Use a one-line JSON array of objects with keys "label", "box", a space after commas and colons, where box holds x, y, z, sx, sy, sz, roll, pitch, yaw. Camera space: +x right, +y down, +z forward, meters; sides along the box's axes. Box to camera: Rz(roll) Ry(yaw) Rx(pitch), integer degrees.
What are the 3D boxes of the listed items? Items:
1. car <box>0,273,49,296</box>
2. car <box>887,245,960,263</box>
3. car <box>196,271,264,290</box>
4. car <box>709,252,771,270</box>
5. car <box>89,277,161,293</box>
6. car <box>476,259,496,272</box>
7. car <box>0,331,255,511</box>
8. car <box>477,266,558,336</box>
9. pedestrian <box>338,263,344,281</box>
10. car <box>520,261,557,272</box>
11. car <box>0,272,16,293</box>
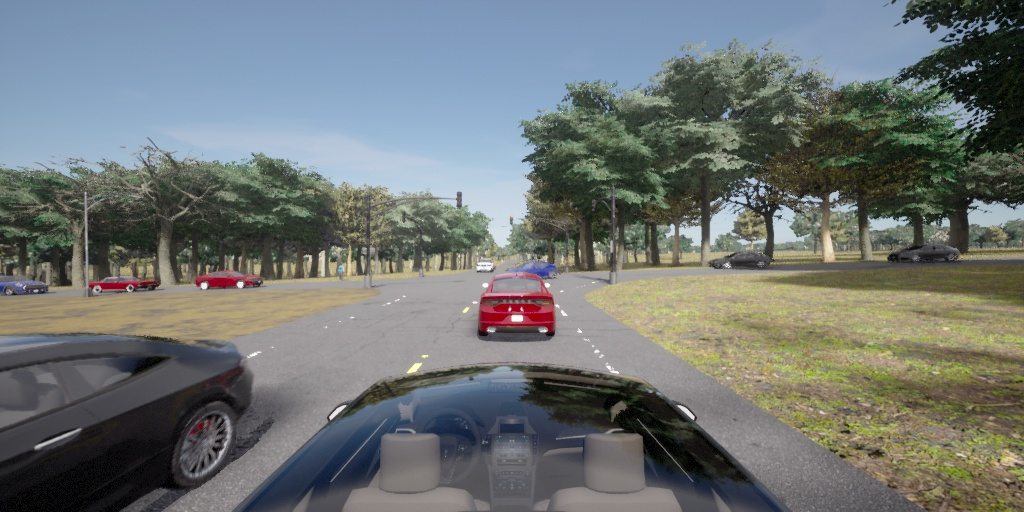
[{"label": "car", "box": [-43.333, 2.500, 31.085, 4.553, 1.767, 2.097, -2, -1, 3]}, {"label": "car", "box": [35.880, -0.203, 31.347, 4.892, 1.490, 1.837, -2, -1, 2]}, {"label": "car", "box": [-23.694, 1.973, 30.176, 5.008, 1.535, 1.882, -2, -1, 2]}, {"label": "car", "box": [20.259, 0.408, 32.004, 4.892, 1.490, 1.837, -2, -1, 2]}, {"label": "car", "box": [-33.052, 2.415, 30.595, 4.718, 1.301, 1.895, -2, -1, 3]}, {"label": "car", "box": [-3.932, 1.391, 52.972, 2.150, 2.045, 5.566, 0, -1, 1]}, {"label": "car", "box": [-3.597, 1.275, 1.894, 1.812, 1.442, 4.674, 0, 0, 0]}, {"label": "car", "box": [0.125, 1.229, 10.409, 1.882, 1.535, 5.008, 0, 0, 0]}, {"label": "pedestrian", "box": [-17.920, 1.665, 37.525, 0.375, 1.860, 0.375, 0, 1, 3]}, {"label": "car", "box": [1.519, 1.141, 27.281, 4.674, 1.442, 1.812, -2, -1, -42]}, {"label": "car", "box": [-52.827, 2.699, 35.187, 5.566, 2.045, 2.150, -2, -1, 3]}]
